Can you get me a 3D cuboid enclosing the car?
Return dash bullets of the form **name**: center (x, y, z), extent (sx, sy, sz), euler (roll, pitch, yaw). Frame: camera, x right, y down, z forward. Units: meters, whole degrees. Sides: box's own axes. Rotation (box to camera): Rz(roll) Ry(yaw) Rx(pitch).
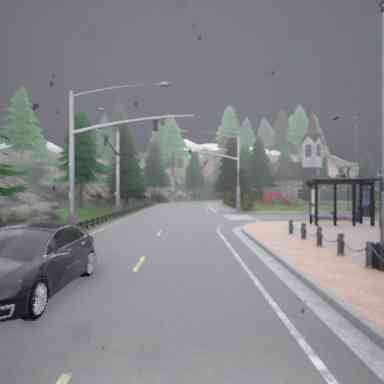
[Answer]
- **car**: center (-3.548, 1.477, 7.296), extent (1.837, 1.490, 4.892), euler (0, 0, 1)
